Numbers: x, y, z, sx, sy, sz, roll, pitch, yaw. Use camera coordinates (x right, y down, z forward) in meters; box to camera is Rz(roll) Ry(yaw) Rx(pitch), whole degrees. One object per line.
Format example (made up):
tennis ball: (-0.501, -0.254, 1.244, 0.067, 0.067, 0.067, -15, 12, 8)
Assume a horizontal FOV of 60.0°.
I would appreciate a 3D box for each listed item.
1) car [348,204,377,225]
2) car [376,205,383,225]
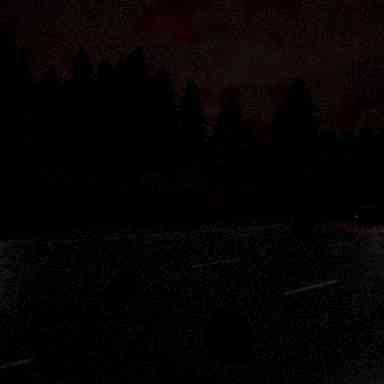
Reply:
car: (14.770, 1.761, 27.191, 5.008, 1.535, 1.882, 0, 0, -36)
car: (15.128, 1.768, 23.146, 4.892, 1.490, 1.837, 0, 0, -36)
